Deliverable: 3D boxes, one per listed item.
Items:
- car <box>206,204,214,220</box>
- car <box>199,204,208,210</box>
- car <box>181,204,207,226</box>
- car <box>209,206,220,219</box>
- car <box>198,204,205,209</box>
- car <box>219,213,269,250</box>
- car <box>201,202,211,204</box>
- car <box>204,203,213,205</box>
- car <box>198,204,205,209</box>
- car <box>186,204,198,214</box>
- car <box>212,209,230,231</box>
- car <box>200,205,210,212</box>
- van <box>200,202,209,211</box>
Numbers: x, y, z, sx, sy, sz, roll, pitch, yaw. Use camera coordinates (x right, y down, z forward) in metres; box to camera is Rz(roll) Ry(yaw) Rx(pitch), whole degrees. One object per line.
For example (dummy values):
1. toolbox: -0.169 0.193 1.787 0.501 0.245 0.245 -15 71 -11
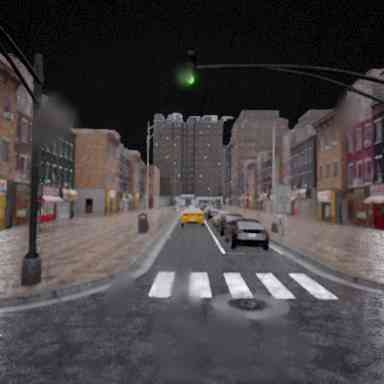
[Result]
1. car: 2.607 2.471 38.380 1.947 1.339 4.313 2 -1 0
2. car: 2.548 3.433 76.433 1.887 1.381 4.507 2 -2 0
3. car: 0.064 2.155 29.987 1.882 1.535 5.008 1 -1 0
4. car: 2.625 2.183 27.678 1.752 1.417 4.829 2 -1 0
5. car: 2.530 3.779 87.304 1.802 1.307 4.206 2 -2 0
6. car: 2.640 1.987 16.636 1.947 1.339 4.313 2 -1 0
7. car: 2.591 2.700 49.423 1.752 1.417 4.829 2 -1 0
8. car: 2.600 2.566 43.987 1.752 1.417 4.829 2 -1 0
9. car: 2.522 3.936 92.741 1.802 1.307 4.206 2 -2 0
10. car: -0.004 2.814 55.194 1.812 1.442 4.674 1 -1 0
11. car: 2.632 2.101 22.072 1.947 1.339 4.313 2 -1 0
12. car: 2.564 3.173 65.561 1.802 1.307 4.206 2 -2 0
13. van: 2.563 3.079 71.003 1.690 1.788 3.998 2 -2 0
